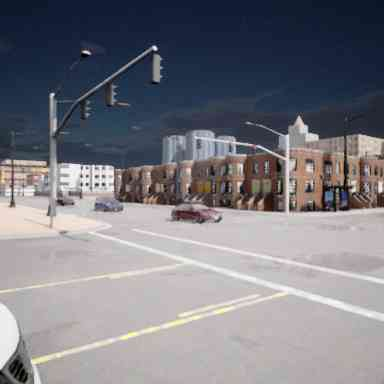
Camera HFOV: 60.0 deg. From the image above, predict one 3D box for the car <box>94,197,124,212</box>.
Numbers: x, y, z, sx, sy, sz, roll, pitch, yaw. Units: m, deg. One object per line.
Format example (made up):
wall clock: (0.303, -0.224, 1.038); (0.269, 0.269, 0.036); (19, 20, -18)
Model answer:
car: (-9.630, 1.363, 38.370); (2.097, 1.767, 4.553); (0, 0, -36)

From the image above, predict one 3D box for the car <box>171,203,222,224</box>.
car: (0.218, 1.537, 24.974); (1.812, 1.442, 4.674); (0, 0, -39)

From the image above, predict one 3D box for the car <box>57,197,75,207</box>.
car: (-20.119, 1.519, 52.933); (1.837, 1.490, 4.892); (0, -1, -36)

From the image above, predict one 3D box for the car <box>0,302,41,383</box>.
car: (-3.576, 1.220, 1.217); (5.566, 2.045, 2.150); (0, 0, -35)
